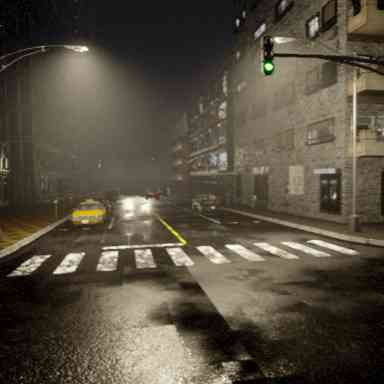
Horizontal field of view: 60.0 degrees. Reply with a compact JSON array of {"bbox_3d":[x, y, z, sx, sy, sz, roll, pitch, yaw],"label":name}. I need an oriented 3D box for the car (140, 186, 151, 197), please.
[{"bbox_3d":[-7.931,0.057,58.005,2.097,1.767,4.553,-1,1,-11],"label":"car"}]

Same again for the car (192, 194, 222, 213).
[{"bbox_3d":[1.118,0.871,26.705,2.008,1.369,4.403,-2,2,-11],"label":"car"}]

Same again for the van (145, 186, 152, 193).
[{"bbox_3d":[-12.305,-0.737,93.201,1.690,1.788,3.998,-2,2,-11],"label":"van"}]

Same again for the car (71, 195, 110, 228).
[{"bbox_3d":[-5.945,1.139,19.342,1.752,1.417,4.829,-2,2,-11],"label":"car"}]

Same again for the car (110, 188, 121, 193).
[{"bbox_3d":[-12.686,0.455,52.760,1.887,1.381,4.507,-2,2,-11],"label":"car"}]

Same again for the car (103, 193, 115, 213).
[{"bbox_3d":[-7.095,1.059,25.052,1.947,1.339,4.313,-2,2,-11],"label":"car"}]

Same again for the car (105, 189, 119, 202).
[{"bbox_3d":[-10.449,0.688,41.676,1.887,1.381,4.507,-2,2,-11],"label":"car"}]

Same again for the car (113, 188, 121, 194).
[{"bbox_3d":[-19.393,-0.238,86.011,2.008,1.369,4.403,-2,2,-11],"label":"car"}]

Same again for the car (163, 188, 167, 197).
[{"bbox_3d":[-5.593,0.060,59.953,1.967,1.590,4.097,-2,2,-11],"label":"car"}]

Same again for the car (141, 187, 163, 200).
[{"bbox_3d":[-5.862,0.400,48.268,2.128,1.511,4.902,-1,1,-11],"label":"car"}]

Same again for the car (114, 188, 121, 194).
[{"bbox_3d":[-20.510,-0.323,91.553,1.802,1.307,4.206,-2,2,-11],"label":"car"}]
